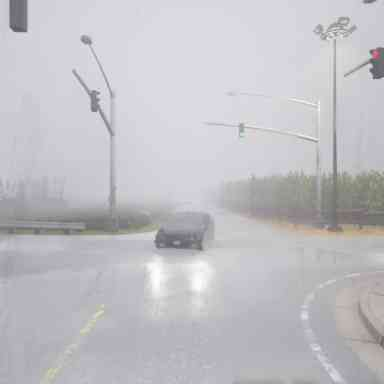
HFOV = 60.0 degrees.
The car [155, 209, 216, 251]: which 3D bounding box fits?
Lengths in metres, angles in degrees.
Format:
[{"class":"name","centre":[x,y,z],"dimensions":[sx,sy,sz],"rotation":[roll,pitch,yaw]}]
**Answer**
[{"class":"car","centre":[-0.099,1.576,14.668],"dimensions":[1.882,1.535,5.008],"rotation":[1,0,11]}]
